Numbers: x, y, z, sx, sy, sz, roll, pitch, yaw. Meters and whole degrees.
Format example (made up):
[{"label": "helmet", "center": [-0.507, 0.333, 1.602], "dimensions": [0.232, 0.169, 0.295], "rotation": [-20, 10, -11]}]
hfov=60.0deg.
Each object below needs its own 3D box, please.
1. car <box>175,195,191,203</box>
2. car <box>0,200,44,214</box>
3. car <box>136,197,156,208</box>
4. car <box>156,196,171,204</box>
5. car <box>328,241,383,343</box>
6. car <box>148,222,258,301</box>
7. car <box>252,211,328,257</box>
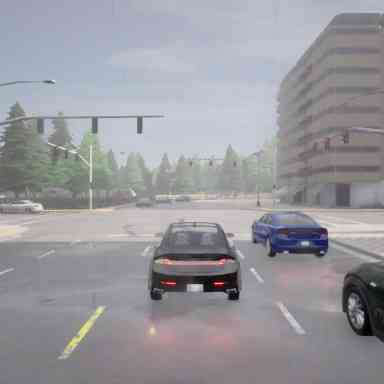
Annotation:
[{"label": "car", "center": [-1.831, 1.500, 72.018], "dimensions": [1.837, 1.490, 4.892], "rotation": [0, 0, 27]}, {"label": "car", "center": [-18.215, 1.581, 35.234], "dimensions": [4.674, 1.442, 1.812], "rotation": [0, 0, 0]}, {"label": "car", "center": [-6.905, 1.526, 48.645], "dimensions": [1.812, 1.442, 4.674], "rotation": [0, 0, 3]}, {"label": "car", "center": [-5.357, 1.525, 62.445], "dimensions": [1.812, 1.442, 4.674], "rotation": [0, 0, 15]}, {"label": "car", "center": [3.600, 1.352, 3.835], "dimensions": [2.097, 1.767, 4.553], "rotation": [0, 0, 0]}, {"label": "car", "center": [0.067, 1.492, 8.341], "dimensions": [2.128, 1.511, 4.902], "rotation": [0, 0, 0]}, {"label": "car", "center": [3.585, 1.478, 12.987], "dimensions": [1.882, 1.535, 5.008], "rotation": [0, 0, 0]}]
